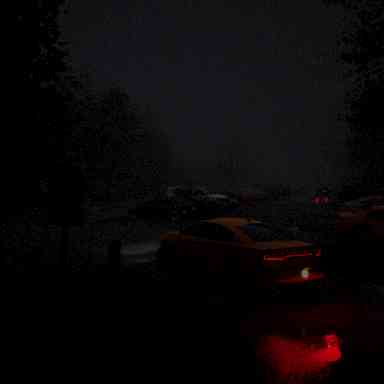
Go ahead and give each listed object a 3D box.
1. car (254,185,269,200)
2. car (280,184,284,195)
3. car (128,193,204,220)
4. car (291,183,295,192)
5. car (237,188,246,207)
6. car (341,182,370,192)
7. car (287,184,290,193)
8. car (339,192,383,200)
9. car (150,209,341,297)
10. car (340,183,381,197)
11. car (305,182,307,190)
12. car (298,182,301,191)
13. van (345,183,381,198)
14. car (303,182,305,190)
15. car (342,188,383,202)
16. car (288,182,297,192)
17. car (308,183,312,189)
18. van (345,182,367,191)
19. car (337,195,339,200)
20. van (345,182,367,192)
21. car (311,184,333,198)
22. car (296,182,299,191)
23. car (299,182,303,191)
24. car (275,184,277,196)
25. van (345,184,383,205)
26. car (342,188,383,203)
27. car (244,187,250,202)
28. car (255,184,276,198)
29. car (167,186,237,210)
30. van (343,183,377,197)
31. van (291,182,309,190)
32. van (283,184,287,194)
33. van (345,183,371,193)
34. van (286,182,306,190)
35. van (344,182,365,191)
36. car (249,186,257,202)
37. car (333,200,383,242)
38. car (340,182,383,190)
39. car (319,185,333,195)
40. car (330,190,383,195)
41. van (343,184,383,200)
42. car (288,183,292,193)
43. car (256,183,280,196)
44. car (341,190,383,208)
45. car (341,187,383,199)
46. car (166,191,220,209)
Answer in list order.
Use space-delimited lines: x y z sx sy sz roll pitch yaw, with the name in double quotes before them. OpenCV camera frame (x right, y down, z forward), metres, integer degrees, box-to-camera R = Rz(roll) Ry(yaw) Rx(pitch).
"car" 6.032 0.263 39.887 5.366 1.575 1.946 1 3 25
"car" 10.809 -0.077 49.762 4.792 1.488 2.163 1 2 25
"car" -1.991 1.067 22.072 4.792 1.488 2.163 1 3 25
"car" 15.393 -0.419 59.871 4.792 1.488 2.163 1 2 25
"car" 1.682 0.710 29.542 5.366 1.575 1.946 1 3 25
"car" 35.391 -1.097 72.045 5.566 2.045 2.435 1 2 25
"car" 13.075 -0.248 54.829 4.792 1.488 2.163 1 2 25
"car" 10.001 1.109 16.695 4.553 1.767 2.185 1 3 25
"car" 0.886 1.394 8.462 1.882 1.535 5.008 2 -1 -31
"car" 26.085 -0.411 51.805 5.566 2.045 2.435 1 2 25
"car" 23.529 -1.047 77.509 5.008 1.535 2.097 1 2 25
"car" 18.892 -0.704 67.424 4.892 1.521 2.231 1 2 25
"van" 23.903 -0.213 46.714 4.442 1.987 1.878 1 2 25
"car" 22.347 -1.087 74.994 4.553 1.767 2.185 1 2 25
"car" 20.354 0.305 39.216 4.792 1.488 2.163 1 2 25
"car" 16.411 -0.540 62.457 5.366 1.575 1.946 1 2 25
"car" 27.038 -1.553 85.049 5.566 2.045 2.435 1 2 25
"van" 37.784 -1.236 76.903 4.442 1.987 1.878 1 2 25
"car" 11.051 1.159 19.128 4.792 1.488 2.163 1 3 25
"van" 36.679 -1.155 74.501 4.442 1.987 1.878 1 2 25
"car" 18.554 0.002 47.193 2.128 1.511 4.902 1 2 25
"car" 17.744 -0.618 64.898 4.892 1.521 2.231 1 2 25
"car" 19.888 -0.796 70.020 5.366 1.575 1.946 1 2 25
"car" 8.459 0.074 44.734 4.892 1.521 2.231 1 3 25
"van" 18.174 0.248 34.256 4.442 1.987 1.878 1 3 25
"car" 19.252 0.398 36.819 4.792 1.488 2.163 1 3 25
"car" 2.679 0.601 32.137 4.892 1.521 2.231 1 3 25
"car" 7.477 0.170 42.141 5.366 1.575 1.946 1 3 25
"car" 0.380 0.569 27.076 5.566 2.045 2.435 1 3 25
"van" 24.848 -0.302 49.328 4.442 1.987 1.878 1 2 25
"van" 29.218 -1.627 90.140 4.442 1.987 1.878 1 1 25
"van" 12.048 -0.416 52.238 4.442 1.987 1.878 1 2 25
"van" 32.052 -0.814 64.438 4.442 1.987 1.878 1 2 25
"van" 25.747 -1.445 82.589 4.442 1.987 1.878 1 2 25
"van" 38.784 -1.329 79.637 4.442 1.987 1.878 1 2 25
"car" 3.663 0.485 34.737 5.366 1.575 1.946 1 3 25
"car" 8.811 1.343 14.200 5.008 1.535 2.097 1 3 25
"car" 15.729 0.442 29.151 5.566 2.045 2.435 1 3 25
"car" 22.854 -0.329 56.543 1.882 1.535 5.008 1 2 25
"car" 13.222 0.905 24.222 5.366 1.575 1.946 1 3 25
"van" 21.379 -0.043 41.763 4.442 1.987 1.878 1 2 24
"car" 14.234 -0.334 57.350 4.792 1.488 2.163 1 2 25
"car" 9.653 -0.144 47.237 4.553 1.767 2.185 1 2 25
"car" 16.834 0.612 31.700 4.792 1.488 2.163 1 3 25
"car" 22.645 0.096 44.253 5.008 1.535 2.097 1 2 25
"car" -0.800 0.929 24.577 5.008 1.535 2.097 1 3 25
